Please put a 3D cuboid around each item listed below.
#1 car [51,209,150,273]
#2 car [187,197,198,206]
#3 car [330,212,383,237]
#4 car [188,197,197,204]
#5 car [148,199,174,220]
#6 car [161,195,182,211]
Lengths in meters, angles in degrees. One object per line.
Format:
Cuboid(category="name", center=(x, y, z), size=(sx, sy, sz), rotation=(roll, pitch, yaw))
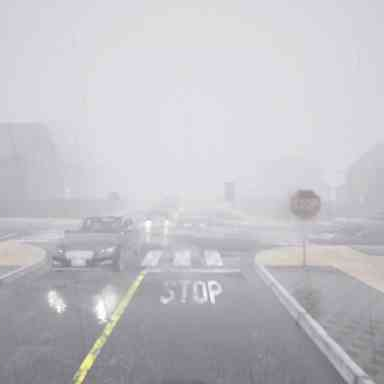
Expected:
Cuboid(category="car", center=(-2.838, 1.510, 10.776), size=(2.128, 1.511, 4.902), rotation=(0, 0, 0))
Cuboid(category="car", center=(0.061, 1.891, 61.165), size=(1.994, 1.385, 4.181), rotation=(0, -1, 0))
Cuboid(category="car", center=(10.431, 1.781, 18.804), size=(4.718, 1.301, 1.895), rotation=(1, 1, -1))
Cuboid(category="car", center=(0.071, 1.766, 71.174), size=(1.837, 1.490, 4.892), rotation=(0, -1, 0))
Cuboid(category="car", center=(-2.821, 1.613, 29.349), size=(1.812, 1.442, 4.674), rotation=(0, 0, 0))
Cuboid(category="car", center=(-2.793, 1.390, 43.738), size=(2.150, 2.045, 5.566), rotation=(0, 0, 1))
